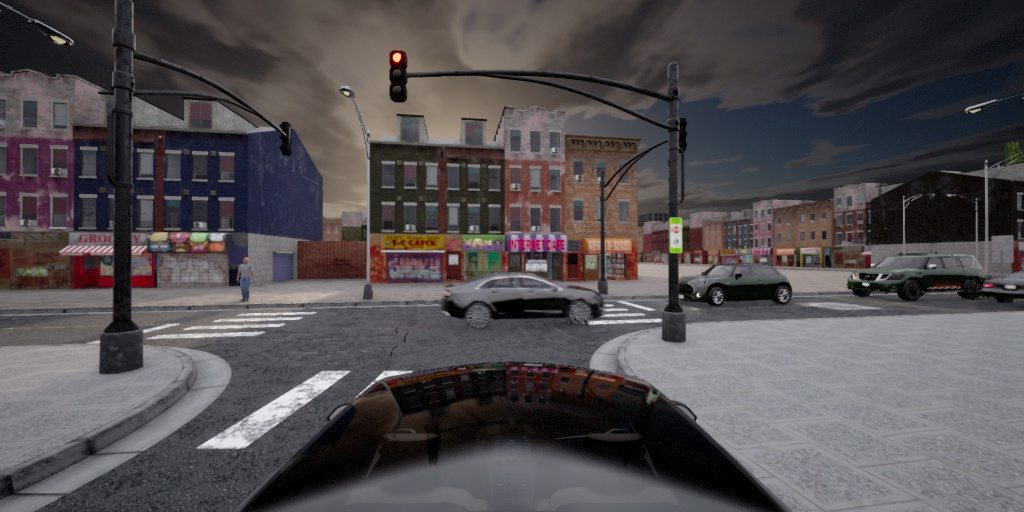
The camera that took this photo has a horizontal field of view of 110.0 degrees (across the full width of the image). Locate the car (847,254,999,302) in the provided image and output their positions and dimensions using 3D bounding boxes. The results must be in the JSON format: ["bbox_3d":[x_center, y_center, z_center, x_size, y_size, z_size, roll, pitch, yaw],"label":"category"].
[{"bbox_3d":[18.779,0.928,16.698,5.566,2.045,2.150,0,0,-9],"label":"car"}]

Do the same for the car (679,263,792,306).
[{"bbox_3d":[9.178,1.083,15.164,4.553,1.767,2.097,0,0,-10],"label":"car"}]

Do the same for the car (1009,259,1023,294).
[{"bbox_3d":[28.627,1.034,18.197,4.553,1.767,2.097,0,0,-8],"label":"car"}]

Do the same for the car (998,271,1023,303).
[{"bbox_3d":[21.617,1.231,14.158,5.357,1.411,2.033,0,0,-9],"label":"car"}]

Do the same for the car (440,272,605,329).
[{"bbox_3d":[0.320,1.241,10.815,4.902,1.511,2.128,0,0,-9],"label":"car"}]

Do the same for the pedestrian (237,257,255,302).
[{"bbox_3d":[-11.105,0.945,14.964,0.375,1.860,0.375,0,0,-9],"label":"pedestrian"}]
